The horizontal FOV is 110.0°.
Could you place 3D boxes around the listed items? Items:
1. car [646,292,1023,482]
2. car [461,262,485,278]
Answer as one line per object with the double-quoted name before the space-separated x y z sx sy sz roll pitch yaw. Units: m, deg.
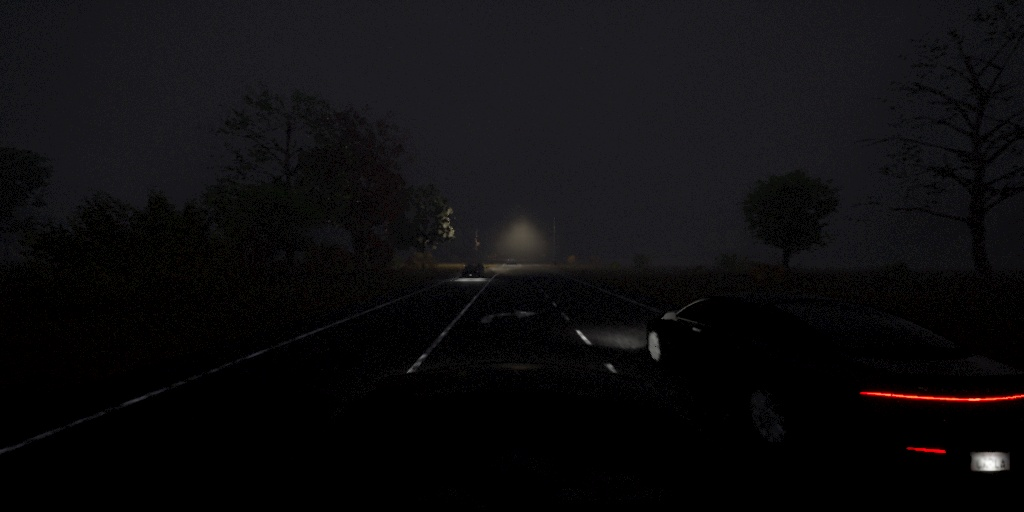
"car" 3.496 1.253 5.045 1.837 1.490 4.892 0 0 0
"car" -3.623 1.304 34.231 2.033 1.411 5.357 0 0 1
